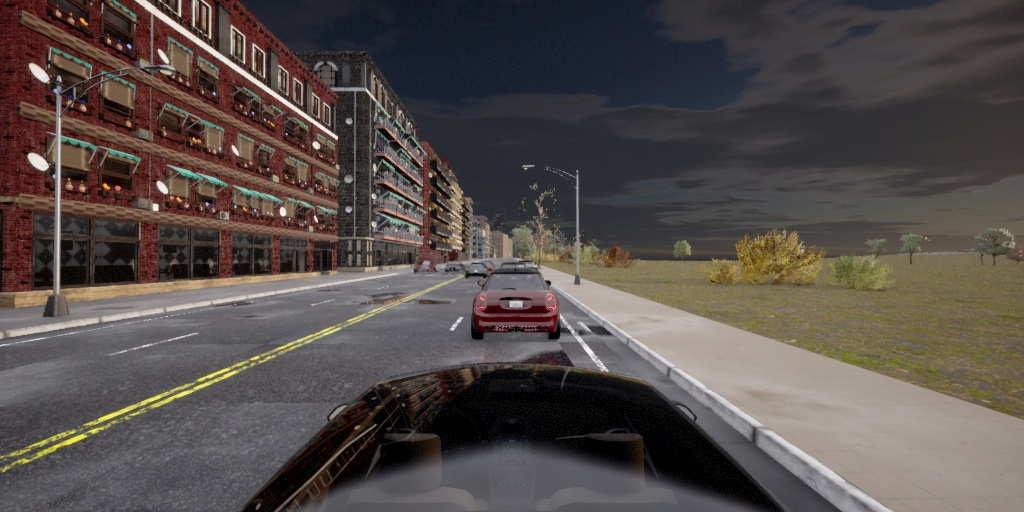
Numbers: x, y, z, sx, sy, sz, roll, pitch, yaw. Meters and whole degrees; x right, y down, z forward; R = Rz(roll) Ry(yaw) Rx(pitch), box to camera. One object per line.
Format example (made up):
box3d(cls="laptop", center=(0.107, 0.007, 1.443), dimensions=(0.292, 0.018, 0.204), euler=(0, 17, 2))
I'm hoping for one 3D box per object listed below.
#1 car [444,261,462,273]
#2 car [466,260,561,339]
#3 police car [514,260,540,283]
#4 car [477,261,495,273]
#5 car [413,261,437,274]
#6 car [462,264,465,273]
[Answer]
box3d(cls="car", center=(-6.643, 1.317, 42.071), dimensions=(1.994, 1.385, 4.181), euler=(0, 0, 0))
box3d(cls="car", center=(0.083, 1.104, 10.185), dimensions=(2.097, 1.767, 4.553), euler=(0, 0, 0))
box3d(cls="police car", center=(1.108, 1.179, 29.453), dimensions=(1.930, 1.638, 5.238), euler=(0, 0, 0))
box3d(cls="car", center=(-3.194, 1.317, 45.391), dimensions=(1.994, 1.385, 4.181), euler=(0, 0, 0))
box3d(cls="car", center=(-9.892, 1.279, 41.101), dimensions=(1.812, 1.442, 4.674), euler=(0, 0, 0))
box3d(cls="car", center=(-3.184, 1.315, 33.699), dimensions=(1.994, 1.385, 4.181), euler=(0, 0, 0))
